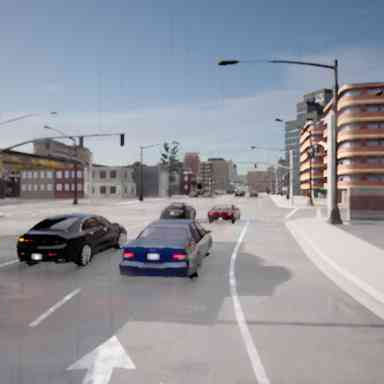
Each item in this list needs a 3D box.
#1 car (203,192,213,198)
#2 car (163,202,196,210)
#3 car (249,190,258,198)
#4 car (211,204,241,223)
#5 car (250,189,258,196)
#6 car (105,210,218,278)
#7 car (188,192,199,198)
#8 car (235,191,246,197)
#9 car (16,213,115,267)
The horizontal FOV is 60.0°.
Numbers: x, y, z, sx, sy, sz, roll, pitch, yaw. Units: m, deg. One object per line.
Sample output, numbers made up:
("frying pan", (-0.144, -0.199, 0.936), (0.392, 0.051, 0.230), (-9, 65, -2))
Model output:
("car", (3.783, 0.764, 79.324), (2.128, 1.511, 4.902), (0, 1, 12))
("car", (-0.953, 1.482, 25.621), (1.994, 1.385, 4.181), (0, 0, 13))
("car", (15.422, 0.613, 83.678), (2.128, 1.511, 4.902), (0, 1, 12))
("car", (2.486, 1.520, 24.648), (1.895, 1.301, 4.718), (0, 0, 14))
("car", (17.552, 0.164, 93.855), (2.097, 1.767, 4.553), (0, 1, 12))
("car", (-0.511, 1.517, 10.072), (2.033, 1.411, 5.357), (0, 0, 9))
("car", (0.357, 0.739, 80.040), (1.837, 1.490, 4.892), (0, 1, 12))
("car", (12.075, 0.439, 84.770), (2.097, 1.767, 4.553), (0, 1, 12))
("car", (-3.807, 1.475, 11.399), (1.837, 1.490, 4.892), (0, 1, 10))
